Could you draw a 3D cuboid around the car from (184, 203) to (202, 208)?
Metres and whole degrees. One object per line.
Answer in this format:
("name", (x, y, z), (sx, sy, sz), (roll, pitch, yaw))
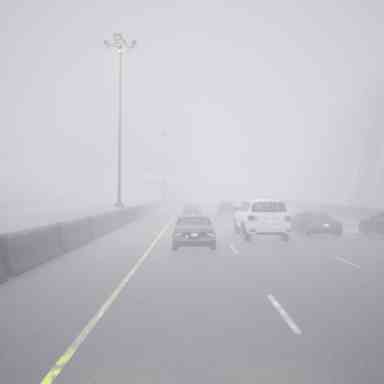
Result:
("car", (0.062, 1.808, 34.506), (1.895, 1.301, 4.718), (0, 0, 0))

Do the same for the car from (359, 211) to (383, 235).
("car", (10.582, 1.685, 17.336), (1.812, 1.442, 4.674), (0, 0, 0))

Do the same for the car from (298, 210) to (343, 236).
("car", (7.079, 1.735, 19.513), (1.994, 1.385, 4.181), (0, 0, 0))

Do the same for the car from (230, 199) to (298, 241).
("car", (3.581, 1.385, 17.785), (2.150, 2.045, 5.566), (0, 0, 0))

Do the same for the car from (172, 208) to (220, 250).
("car", (0.084, 1.692, 15.100), (2.033, 1.411, 5.357), (0, 0, 0))

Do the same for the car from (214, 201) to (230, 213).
("car", (3.561, 1.711, 36.046), (1.837, 1.490, 4.892), (0, 0, 0))
